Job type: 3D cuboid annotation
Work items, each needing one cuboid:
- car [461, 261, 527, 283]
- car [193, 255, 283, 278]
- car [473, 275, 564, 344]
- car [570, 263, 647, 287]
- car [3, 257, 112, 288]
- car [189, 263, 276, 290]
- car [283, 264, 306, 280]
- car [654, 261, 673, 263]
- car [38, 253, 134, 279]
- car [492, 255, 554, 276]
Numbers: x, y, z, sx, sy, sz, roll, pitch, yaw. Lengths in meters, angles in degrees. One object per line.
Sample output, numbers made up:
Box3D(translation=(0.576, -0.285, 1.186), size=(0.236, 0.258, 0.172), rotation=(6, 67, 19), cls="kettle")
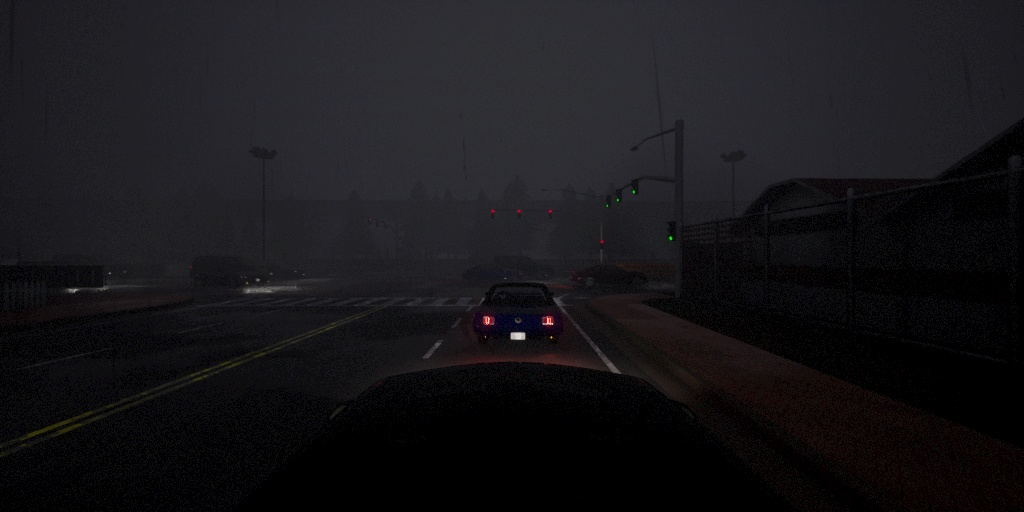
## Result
Box3D(translation=(-1.462, 1.275, 27.087), size=(4.674, 1.442, 1.812), rotation=(0, 0, -1), cls="car")
Box3D(translation=(-20.729, 0.971, 26.748), size=(5.566, 2.045, 2.150), rotation=(0, 0, -1), cls="car")
Box3D(translation=(0.191, 1.351, 9.556), size=(1.895, 1.301, 4.718), rotation=(0, 0, 2), cls="car")
Box3D(translation=(6.351, 1.227, 23.709), size=(5.008, 1.535, 1.882), rotation=(0, 0, -1), cls="car")
Box3D(translation=(-29.396, 1.092, 23.107), size=(4.553, 1.767, 2.097), rotation=(0, 0, -1), cls="car")
Box3D(translation=(-17.582, 1.314, 22.531), size=(4.181, 1.385, 1.994), rotation=(0, 0, 12), cls="car")
Box3D(translation=(-19.949, 1.274, 30.263), size=(4.674, 1.442, 1.812), rotation=(0, 0, -1), cls="car")
Box3D(translation=(17.192, 1.276, 41.574), size=(4.674, 1.442, 1.812), rotation=(0, 0, -1), cls="car")
Box3D(translation=(-35.206, 0.878, 30.015), size=(5.566, 2.045, 2.150), rotation=(2, 0, -1), cls="car")
Box3D(translation=(0.796, 0.972, 30.615), size=(5.566, 2.045, 2.150), rotation=(0, 0, -1), cls="car")
